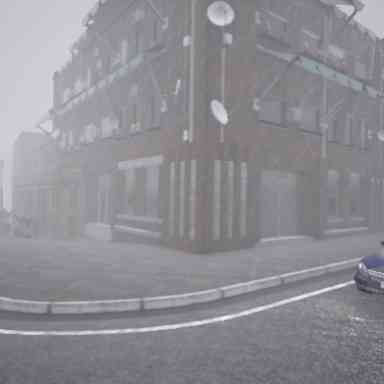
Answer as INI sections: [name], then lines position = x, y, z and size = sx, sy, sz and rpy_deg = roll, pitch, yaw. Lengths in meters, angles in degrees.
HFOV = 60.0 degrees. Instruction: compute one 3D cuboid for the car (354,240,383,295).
[car]
position = 5.734, 1.603, 7.842
size = 4.674, 1.442, 1.812
rpy_deg = 1, 0, -36
